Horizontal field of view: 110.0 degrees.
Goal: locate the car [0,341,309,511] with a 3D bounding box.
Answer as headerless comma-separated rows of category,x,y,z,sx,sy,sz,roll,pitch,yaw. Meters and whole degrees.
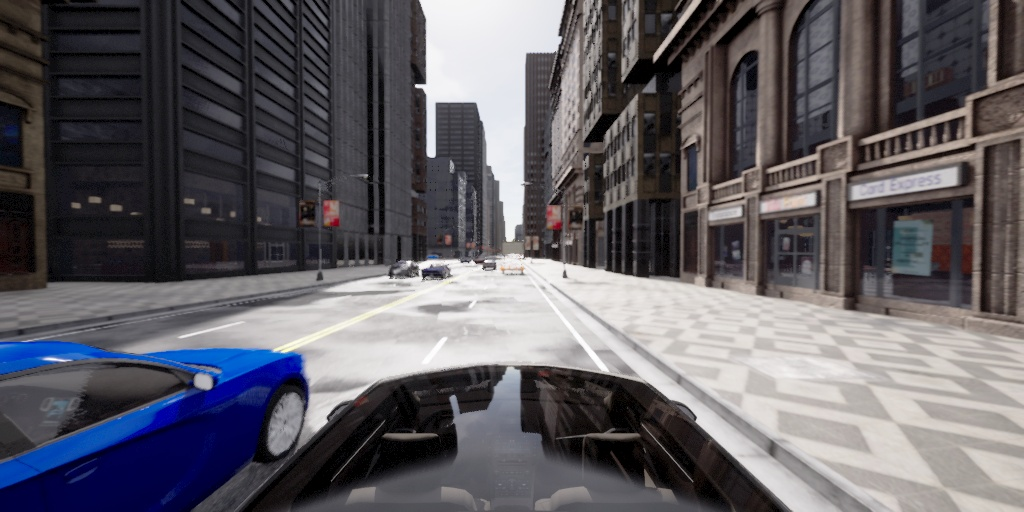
car,-3.150,1.228,1.929,1.882,1.535,5.008,0,0,0

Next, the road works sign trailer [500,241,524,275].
road works sign trailer,0.068,0.147,38.869,2.380,3.560,2.880,0,0,0

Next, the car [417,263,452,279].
car,-6.593,1.309,31.480,1.895,1.301,4.718,0,0,0

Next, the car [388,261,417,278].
car,-9.839,1.195,32.933,2.128,1.511,4.902,0,0,0

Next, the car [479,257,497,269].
car,-3.147,1.174,51.444,2.033,1.411,5.357,0,0,0
